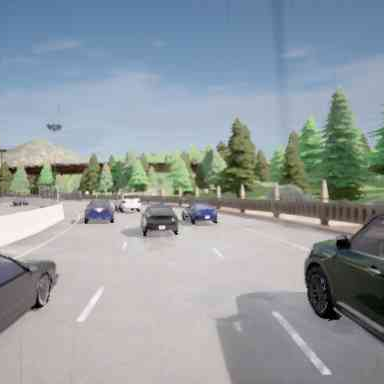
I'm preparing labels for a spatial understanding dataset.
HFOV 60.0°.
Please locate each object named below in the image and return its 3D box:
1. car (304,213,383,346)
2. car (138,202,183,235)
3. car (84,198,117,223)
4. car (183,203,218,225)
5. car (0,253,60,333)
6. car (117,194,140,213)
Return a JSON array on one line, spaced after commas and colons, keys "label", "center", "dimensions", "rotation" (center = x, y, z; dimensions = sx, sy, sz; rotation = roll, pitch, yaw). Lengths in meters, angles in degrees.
[{"label": "car", "center": [3.355, 1.203, 4.175], "dimensions": [2.150, 2.045, 5.566], "rotation": [0, 0, -3]}, {"label": "car", "center": [-1.900, 1.484, 18.674], "dimensions": [1.837, 1.490, 4.892], "rotation": [0, 0, -10]}, {"label": "car", "center": [-7.128, 1.341, 25.714], "dimensions": [2.097, 1.767, 4.553], "rotation": [0, 0, -15]}, {"label": "car", "center": [0.502, 1.488, 24.061], "dimensions": [1.812, 1.442, 4.674], "rotation": [0, 0, -13]}, {"label": "car", "center": [-3.653, 1.554, 4.753], "dimensions": [2.033, 1.411, 5.357], "rotation": [0, 0, -4]}, {"label": "car", "center": [-7.301, 1.193, 37.539], "dimensions": [2.150, 2.045, 5.566], "rotation": [0, 0, -21]}]
